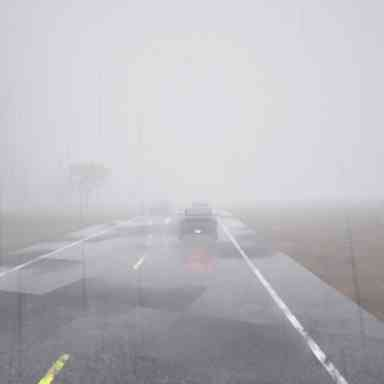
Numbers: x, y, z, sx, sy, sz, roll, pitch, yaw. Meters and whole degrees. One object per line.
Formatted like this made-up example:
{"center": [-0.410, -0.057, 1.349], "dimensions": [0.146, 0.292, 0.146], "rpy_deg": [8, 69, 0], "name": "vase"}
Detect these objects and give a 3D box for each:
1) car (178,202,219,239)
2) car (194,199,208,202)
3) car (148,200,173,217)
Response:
{"center": [0.326, 1.508, 17.313], "dimensions": [1.837, 1.490, 4.892], "rpy_deg": [0, 0, 1], "name": "car"}
{"center": [0.945, 1.480, 35.596], "dimensions": [1.882, 1.535, 5.008], "rpy_deg": [0, 0, 3], "name": "car"}
{"center": [-2.918, 1.508, 31.566], "dimensions": [1.837, 1.490, 4.892], "rpy_deg": [0, 0, 3], "name": "car"}
